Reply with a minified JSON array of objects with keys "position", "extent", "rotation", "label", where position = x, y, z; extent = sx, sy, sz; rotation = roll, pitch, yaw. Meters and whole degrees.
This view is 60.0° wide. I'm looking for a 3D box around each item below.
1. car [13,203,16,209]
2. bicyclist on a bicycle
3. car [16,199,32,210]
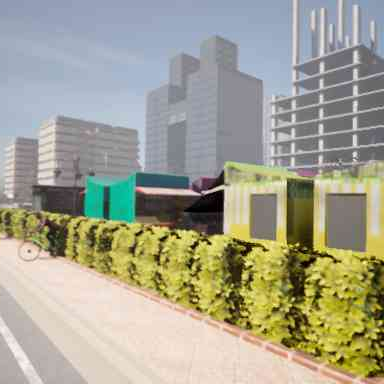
[{"position":[-26.916,2.076,55.019],"extent":[4.605,1.855,1.932],"rotation":[3,-2,-40],"label":"car"},{"position":[-5.023,1.471,11.290],"extent":[1.656,1.620,0.582],"rotation":[-4,2,-39],"label":"bicyclist on a bicycle"},{"position":[-25.083,2.058,52.779],"extent":[3.866,1.878,1.905],"rotation":[3,-2,-40],"label":"car"}]
